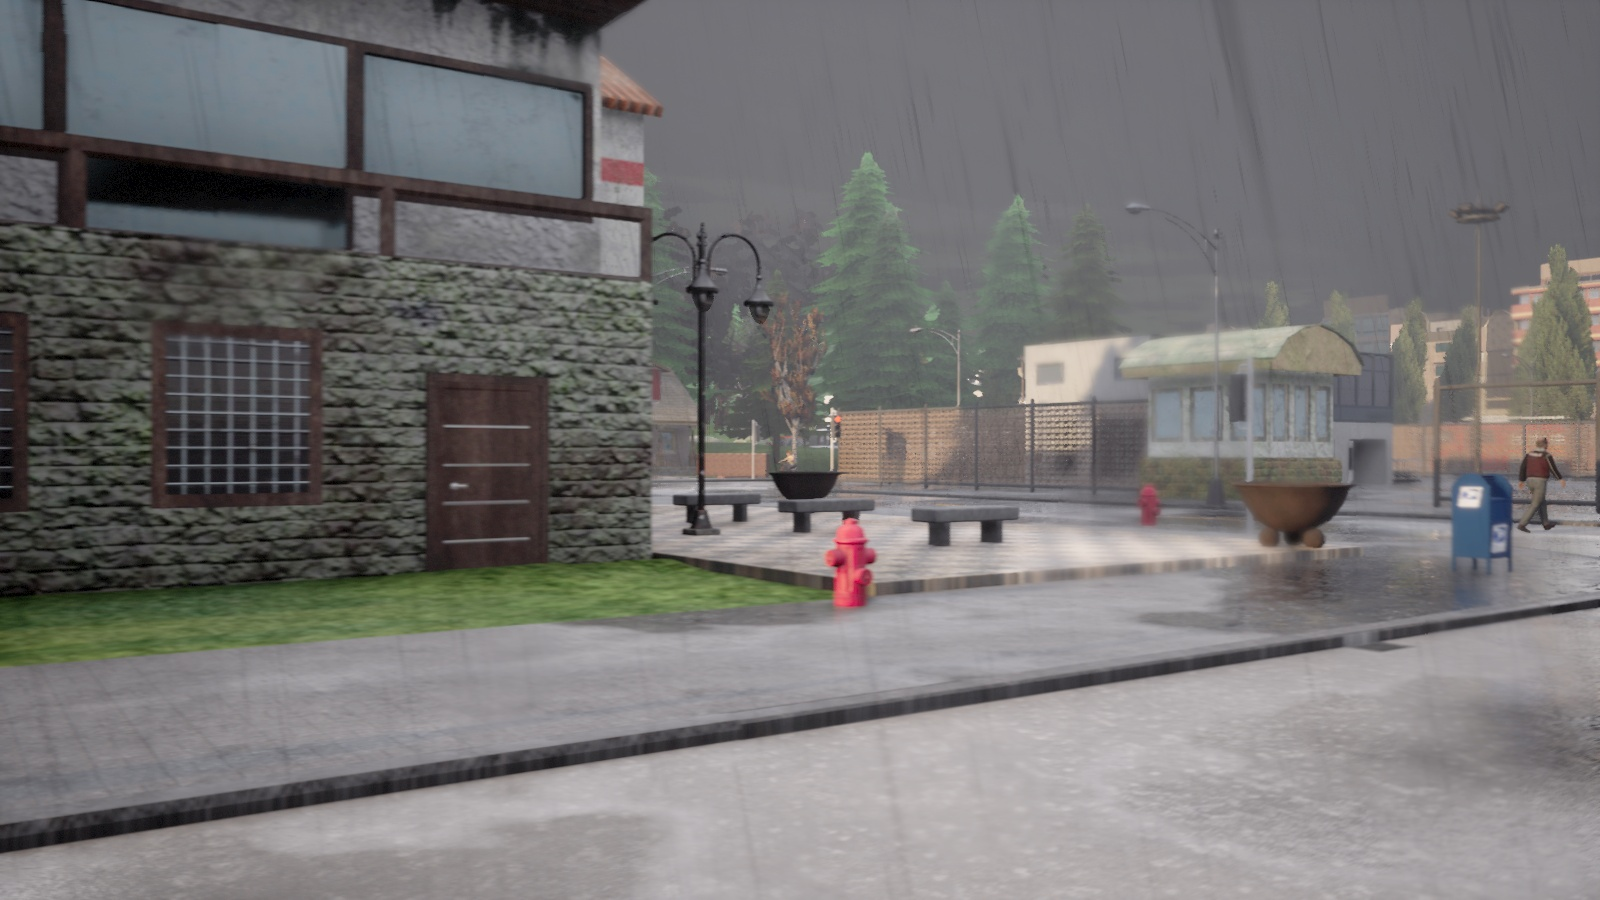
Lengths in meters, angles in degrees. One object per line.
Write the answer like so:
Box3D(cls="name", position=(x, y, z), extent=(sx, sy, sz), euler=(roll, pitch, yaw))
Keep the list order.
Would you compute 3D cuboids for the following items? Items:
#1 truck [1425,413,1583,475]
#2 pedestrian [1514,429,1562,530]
Box3D(cls="truck", position=(45.204, -0.362, 80.938), extent=(2.891, 3.827, 8.468), euler=(0, 0, -35))
Box3D(cls="pedestrian", position=(13.709, 0.549, 23.332), extent=(0.720, 1.854, 0.376), euler=(0, 0, -16))
